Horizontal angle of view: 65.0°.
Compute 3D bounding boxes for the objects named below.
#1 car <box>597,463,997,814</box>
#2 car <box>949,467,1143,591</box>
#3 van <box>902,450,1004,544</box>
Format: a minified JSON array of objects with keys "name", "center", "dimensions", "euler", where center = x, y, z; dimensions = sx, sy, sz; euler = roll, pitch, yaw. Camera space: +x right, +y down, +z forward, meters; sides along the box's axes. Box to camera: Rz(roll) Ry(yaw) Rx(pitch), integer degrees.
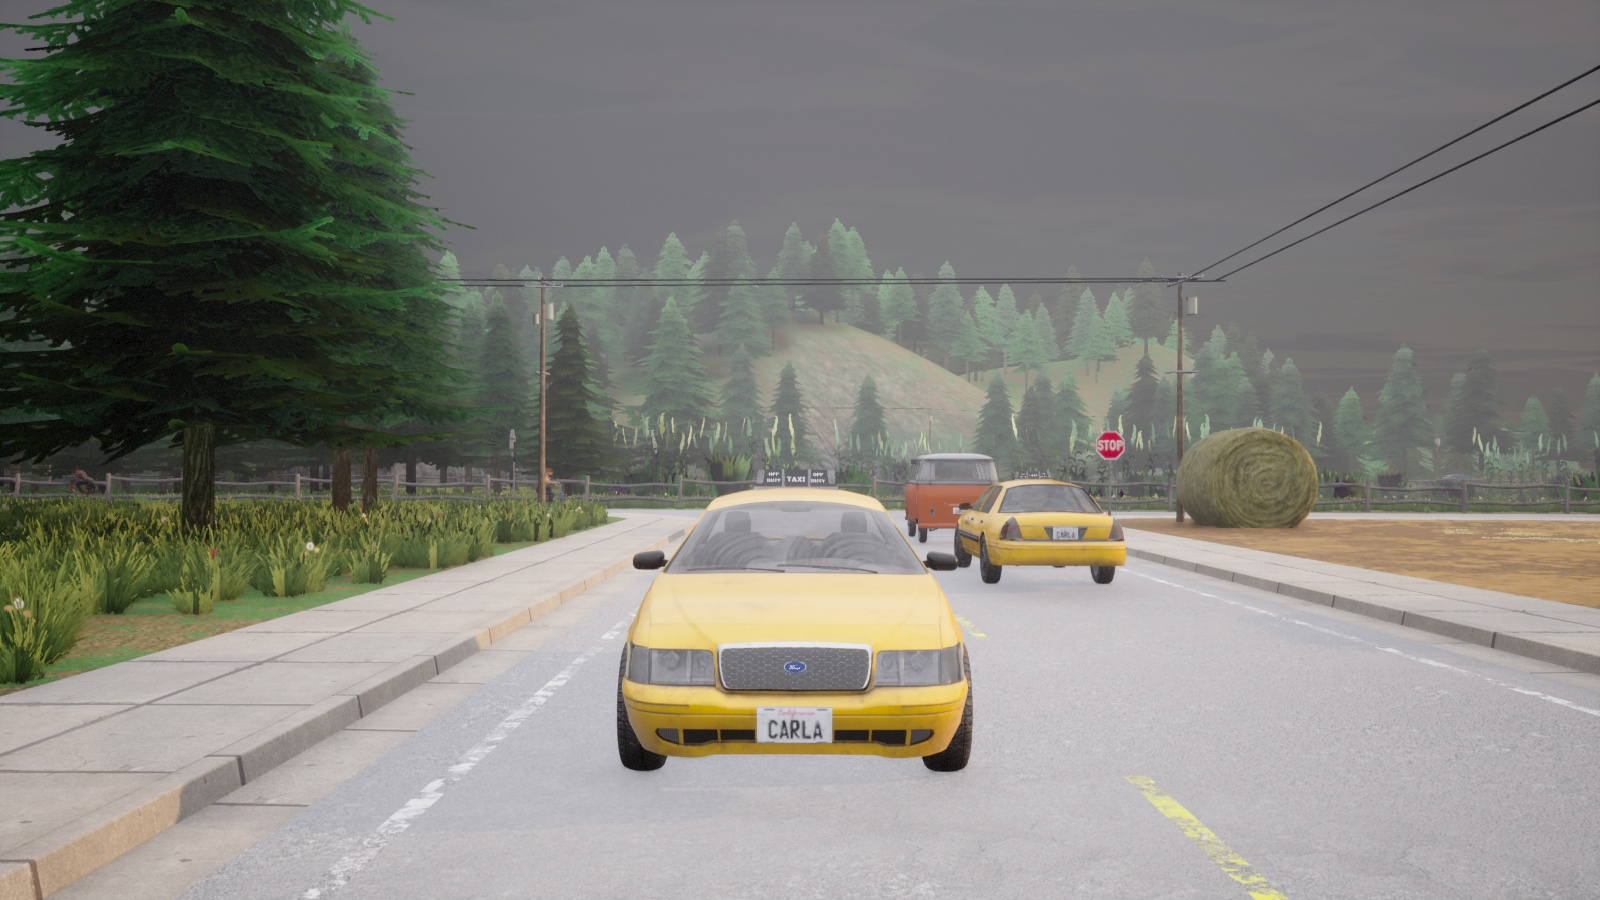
[{"name":"car","center":[-0.022,0.894,8.352],"dimensions":[1.801,1.575,5.366],"euler":[0,-1,0]},{"name":"car","center":[3.451,1.053,18.681],"dimensions":[1.801,1.575,5.366],"euler":[0,-1,0]},{"name":"van","center":[3.424,1.038,28.899],"dimensions":[1.775,1.987,4.442],"euler":[0,-1,0]}]
